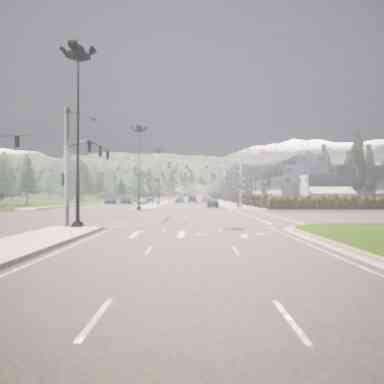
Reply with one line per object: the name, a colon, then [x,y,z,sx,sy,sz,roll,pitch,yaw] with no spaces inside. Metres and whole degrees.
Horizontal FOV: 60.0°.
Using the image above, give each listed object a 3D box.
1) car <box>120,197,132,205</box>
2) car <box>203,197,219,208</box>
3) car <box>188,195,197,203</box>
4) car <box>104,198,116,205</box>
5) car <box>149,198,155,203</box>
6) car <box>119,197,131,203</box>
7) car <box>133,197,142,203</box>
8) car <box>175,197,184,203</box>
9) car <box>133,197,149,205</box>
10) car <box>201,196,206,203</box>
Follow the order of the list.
car: [-14.965,1.921,75.273,2.097,1.767,4.553,0,0,0]
car: [3.522,1.918,56.782,2.128,1.511,4.902,0,0,0]
car: [0.114,1.872,87.367,2.150,2.045,5.566,0,0,0]
car: [-18.465,2.044,75.298,1.882,1.535,5.008,0,0,0]
car: [-11.361,2.222,91.000,1.994,1.385,4.181,0,0,0]
car: [-18.361,2.210,91.045,2.033,1.411,5.357,0,0,0]
car: [-14.861,2.169,91.017,1.837,1.490,4.892,0,0,0]
car: [-3.383,2.190,87.776,2.033,1.411,5.357,0,0,0]
car: [-11.465,2.090,75.286,1.812,1.442,4.674,0,0,0]
car: [3.619,2.004,88.002,2.097,1.767,4.553,0,0,0]
